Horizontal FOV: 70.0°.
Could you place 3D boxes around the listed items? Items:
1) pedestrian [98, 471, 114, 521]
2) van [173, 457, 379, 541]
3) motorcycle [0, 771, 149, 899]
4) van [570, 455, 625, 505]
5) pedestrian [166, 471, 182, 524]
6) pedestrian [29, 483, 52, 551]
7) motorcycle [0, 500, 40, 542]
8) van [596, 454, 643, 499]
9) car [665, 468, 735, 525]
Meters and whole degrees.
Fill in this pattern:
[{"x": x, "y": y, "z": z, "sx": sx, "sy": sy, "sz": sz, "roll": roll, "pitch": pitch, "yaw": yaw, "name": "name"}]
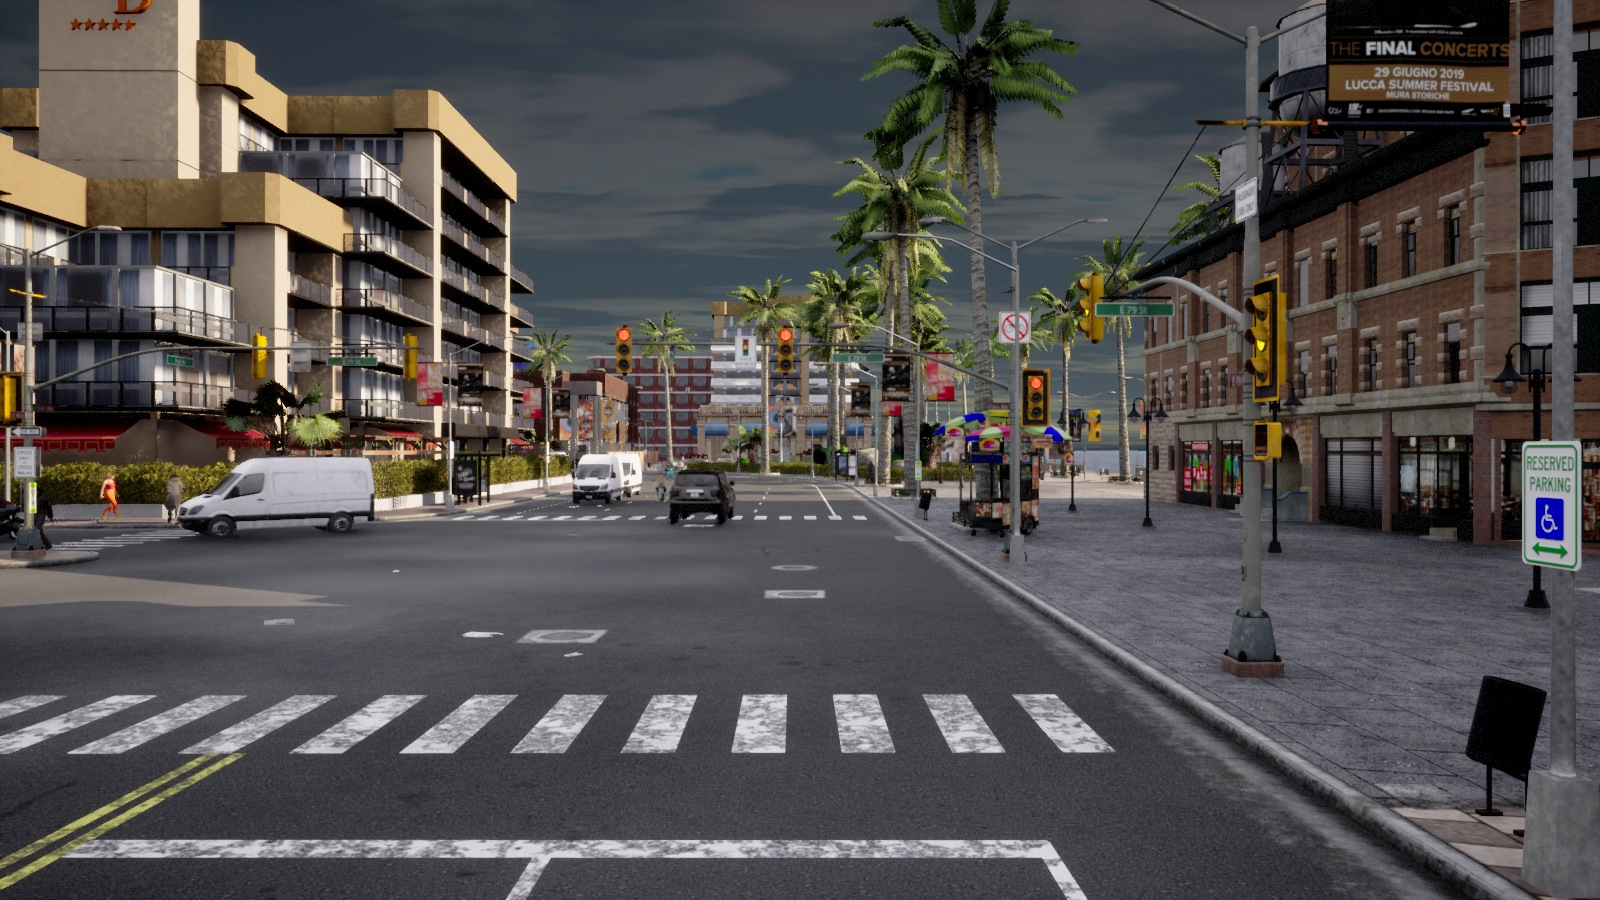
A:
[{"x": -25.760, "y": 1.697, "z": 42.413, "sx": 0.375, "sy": 1.860, "sz": 0.375, "roll": 0, "pitch": 0, "yaw": 6, "name": "pedestrian"}, {"x": -17.375, "y": 1.535, "z": 38.101, "sx": 5.915, "sy": 2.561, "sz": 1.988, "roll": 0, "pitch": 0, "yaw": -39, "name": "van"}, {"x": -3.736, "y": 2.213, "z": 4.820, "sx": 0.803, "sy": 1.145, "sz": 2.033, "roll": 0, "pitch": 0, "yaw": 1, "name": "motorcycle"}, {"x": -10.828, "y": 1.534, "z": 61.502, "sx": 1.988, "sy": 2.561, "sz": 5.915, "roll": 0, "pitch": 0, "yaw": 0, "name": "van"}, {"x": -22.440, "y": 1.696, "z": 40.960, "sx": 0.375, "sy": 1.860, "sz": 0.375, "roll": 0, "pitch": 0, "yaw": 42, "name": "pedestrian"}, {"x": -20.985, "y": 1.849, "z": 31.567, "sx": 0.375, "sy": 1.860, "sz": 0.375, "roll": 0, "pitch": 0, "yaw": 2, "name": "pedestrian"}, {"x": -25.137, "y": 2.205, "z": 35.668, "sx": 2.209, "sy": 1.251, "sz": 0.867, "roll": 0, "pitch": 0, "yaw": -4, "name": "motorcycle"}, {"x": -10.879, "y": 1.534, "z": 69.162, "sx": 1.988, "sy": 2.561, "sz": 5.915, "roll": 0, "pitch": 0, "yaw": -1, "name": "van"}, {"x": -3.882, "y": 1.779, "z": 45.405, "sx": 2.150, "sy": 2.045, "sz": 5.566, "roll": 0, "pitch": 0, "yaw": 2, "name": "car"}]
